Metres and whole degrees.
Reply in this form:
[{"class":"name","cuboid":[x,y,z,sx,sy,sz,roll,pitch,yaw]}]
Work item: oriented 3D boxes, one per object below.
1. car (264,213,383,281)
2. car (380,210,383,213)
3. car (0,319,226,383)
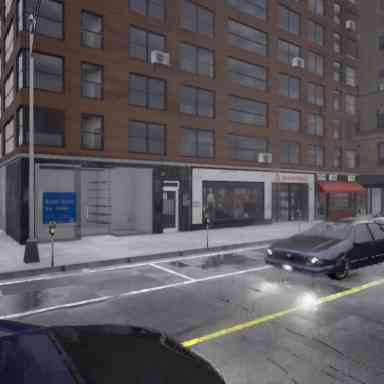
[{"class":"car","cuboid":[4.613,1.547,10.069,5.357,1.411,2.033,0,0,-35]},{"class":"car","cuboid":[10.616,1.582,17.470,4.206,1.307,1.802,0,0,-35]},{"class":"car","cuboid":[-1.624,1.564,2.000,4.181,1.385,1.994,0,0,-35]}]
